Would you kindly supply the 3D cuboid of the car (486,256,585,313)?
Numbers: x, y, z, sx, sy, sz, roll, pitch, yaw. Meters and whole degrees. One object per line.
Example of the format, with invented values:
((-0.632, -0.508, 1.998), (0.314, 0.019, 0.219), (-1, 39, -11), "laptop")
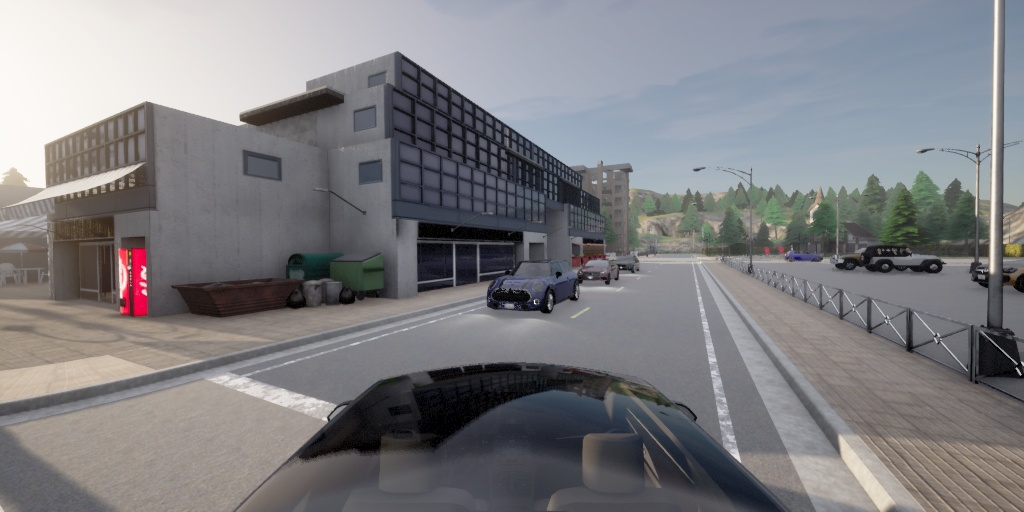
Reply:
((0.915, 0.910, 13.060), (2.097, 1.767, 4.553), (0, 1, 26), "car")

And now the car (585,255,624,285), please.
((5.399, 0.875, 22.113), (1.812, 1.442, 4.674), (0, 1, 26), "car")

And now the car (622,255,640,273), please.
((9.966, 0.642, 31.300), (1.837, 1.490, 4.892), (0, 1, 27), "car")
